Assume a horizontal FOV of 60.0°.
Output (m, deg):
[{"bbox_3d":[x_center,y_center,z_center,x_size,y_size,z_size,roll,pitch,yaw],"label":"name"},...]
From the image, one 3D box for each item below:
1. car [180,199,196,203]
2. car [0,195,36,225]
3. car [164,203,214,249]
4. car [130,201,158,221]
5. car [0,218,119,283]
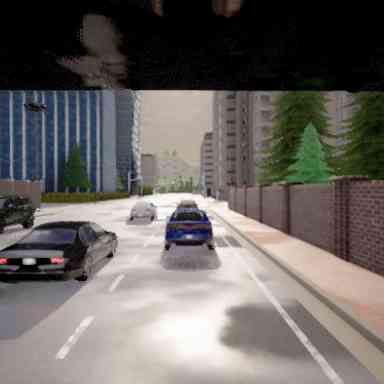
[{"bbox_3d":[-0.372,1.423,30.198,1.837,1.490,4.892,0,0,-1],"label":"car"},{"bbox_3d":[-10.881,1.211,18.685,2.150,2.045,5.566,0,0,-1],"label":"car"},{"bbox_3d":[-0.132,1.439,14.340,1.882,1.535,5.008,0,0,-1],"label":"car"},{"bbox_3d":[-3.826,1.466,26.823,1.812,1.442,4.674,0,0,-1],"label":"car"},{"bbox_3d":[-3.538,1.534,9.667,2.033,1.411,5.357,0,0,-1],"label":"car"}]
